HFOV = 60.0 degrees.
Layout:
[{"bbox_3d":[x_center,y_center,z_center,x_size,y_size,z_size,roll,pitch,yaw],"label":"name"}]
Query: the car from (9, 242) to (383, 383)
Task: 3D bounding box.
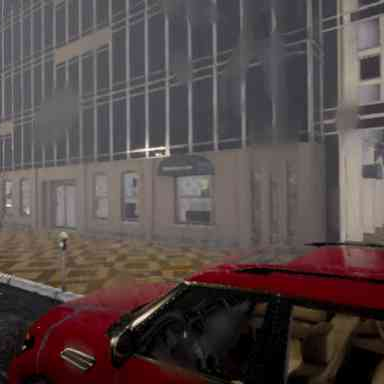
[{"bbox_3d":[0.780,1.320,2.324,5.009,1.841,2.192,-1,-1,36],"label":"car"}]
